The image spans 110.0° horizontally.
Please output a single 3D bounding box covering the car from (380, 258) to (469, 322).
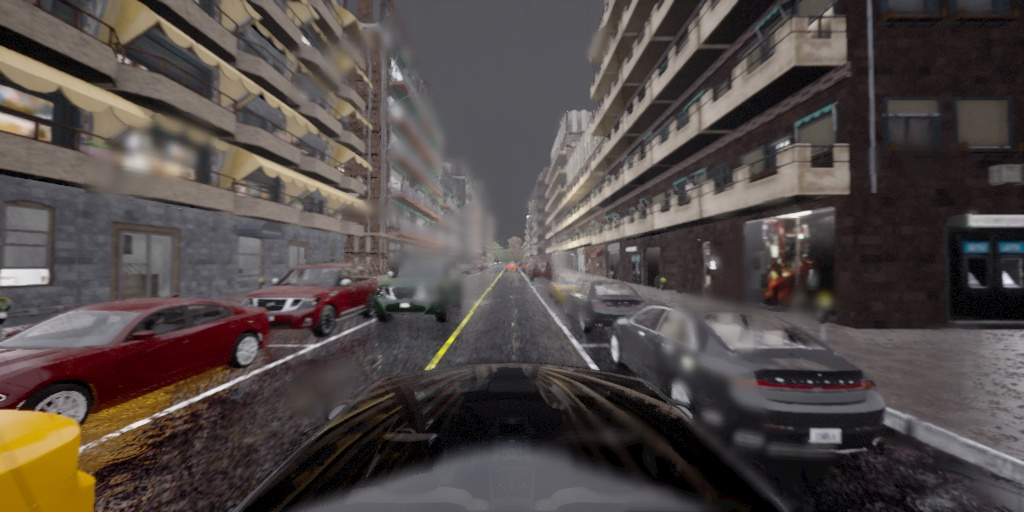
[{"bbox_3d":[-3.087,1.078,13.125,2.150,2.045,5.566,0,0,0],"label":"car"}]

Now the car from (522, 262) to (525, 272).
[{"bbox_3d":[2.676,1.694,44.236,2.007,1.370,4.403,0,0,0],"label":"car"}]

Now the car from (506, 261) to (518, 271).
[{"bbox_3d":[-0.024,1.693,64.663,2.097,1.767,4.553,0,-1,0],"label":"car"}]

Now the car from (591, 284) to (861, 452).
[{"bbox_3d":[2.691,1.330,5.263,2.007,1.370,4.403,0,0,0],"label":"car"}]

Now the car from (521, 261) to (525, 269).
[{"bbox_3d":[2.674,1.742,49.804,1.888,1.381,4.507,0,0,0],"label":"car"}]

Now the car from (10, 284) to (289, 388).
[{"bbox_3d":[-5.690,1.334,5.293,1.888,1.381,4.507,0,0,0],"label":"car"}]

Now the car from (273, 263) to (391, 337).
[{"bbox_3d":[-5.692,1.155,10.861,2.192,1.841,5.009,0,0,0],"label":"car"}]

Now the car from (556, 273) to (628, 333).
[{"bbox_3d":[2.689,1.381,10.831,2.007,1.370,4.403,0,0,0],"label":"car"}]

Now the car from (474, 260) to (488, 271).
[{"bbox_3d":[-5.712,1.627,60.969,2.192,1.841,5.009,0,0,0],"label":"car"}]

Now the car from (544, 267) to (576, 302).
[{"bbox_3d":[2.687,1.408,16.568,1.751,1.417,4.829,0,0,0],"label":"car"}]

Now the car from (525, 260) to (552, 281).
[{"bbox_3d":[2.680,1.353,33.101,2.192,1.841,5.009,0,0,0],"label":"car"}]

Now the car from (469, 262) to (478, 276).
[{"bbox_3d":[-5.705,1.719,44.267,1.948,1.339,4.313,0,0,0],"label":"car"}]

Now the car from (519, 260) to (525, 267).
[{"bbox_3d":[2.671,1.564,55.371,2.192,1.841,5.009,0,0,0],"label":"car"}]
